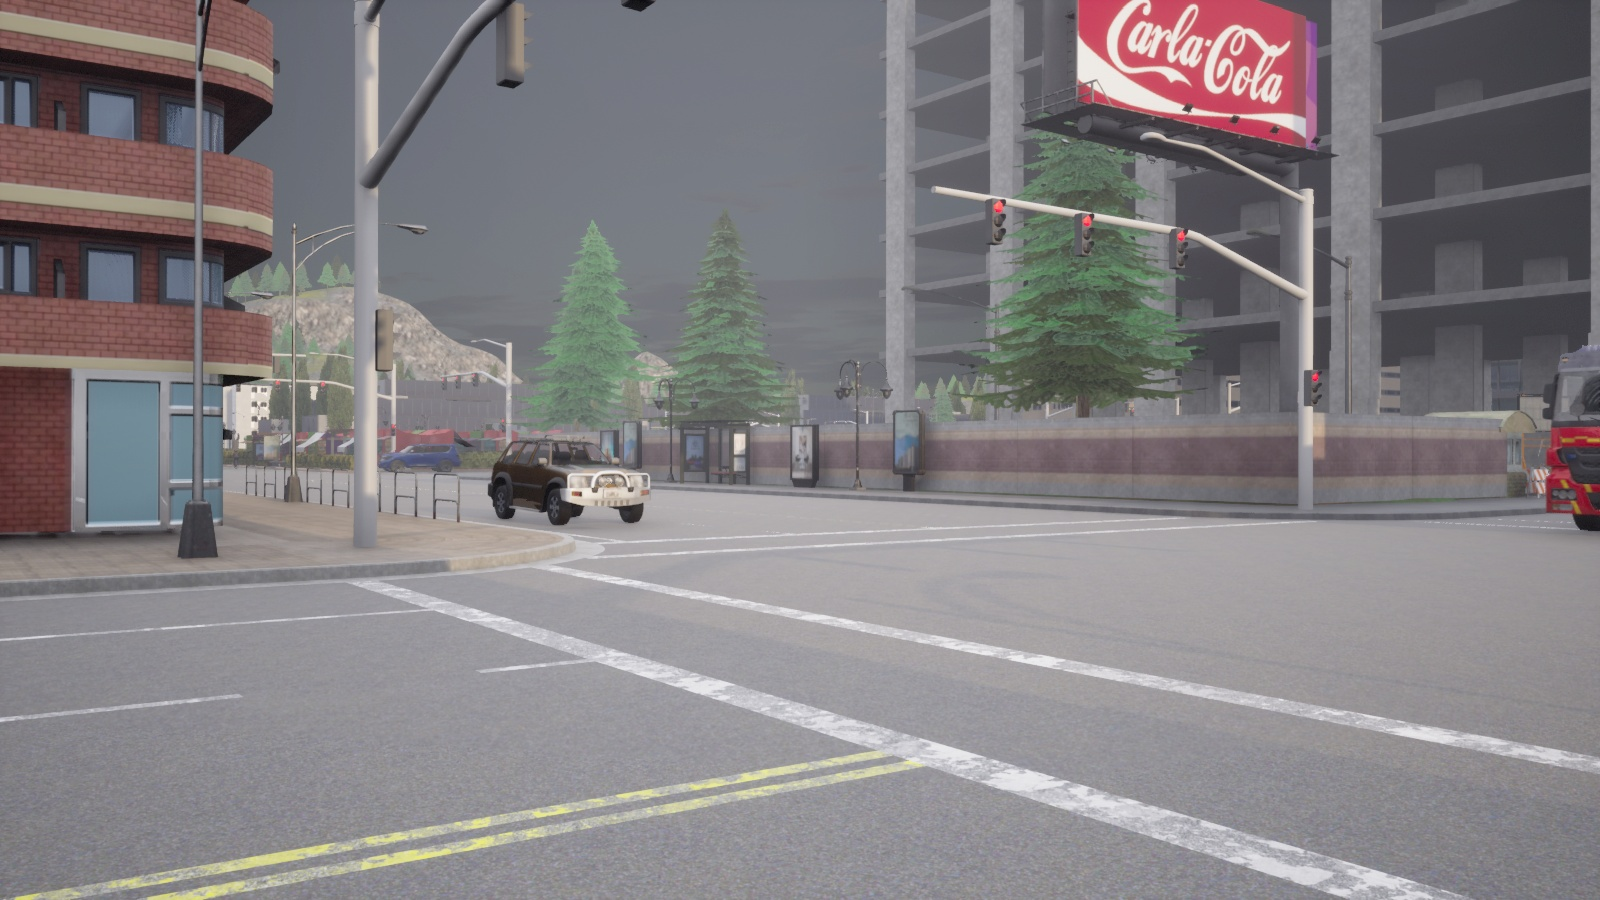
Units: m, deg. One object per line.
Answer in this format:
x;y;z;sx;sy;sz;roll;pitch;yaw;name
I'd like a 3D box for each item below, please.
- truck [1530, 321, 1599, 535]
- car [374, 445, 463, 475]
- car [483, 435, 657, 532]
17.931;-0.397;24.680;8.468;3.827;2.891;0;0;-35;truck
-26.526;0.680;87.408;5.566;2.045;2.150;0;0;-32;car
-5.053;0.632;27.097;1.932;1.855;4.605;0;1;-35;car
